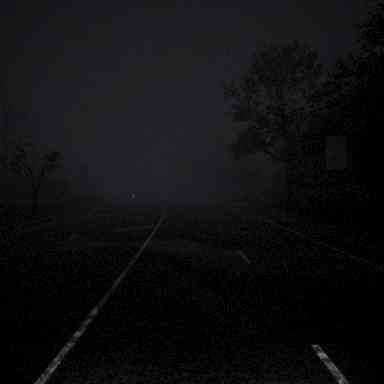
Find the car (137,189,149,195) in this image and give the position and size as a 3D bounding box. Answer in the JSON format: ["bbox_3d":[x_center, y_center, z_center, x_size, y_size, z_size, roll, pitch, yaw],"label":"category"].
[{"bbox_3d":[-13.487,-0.069,91.248,1.812,1.442,4.674,-1,1,-28],"label":"car"}]

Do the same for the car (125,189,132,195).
[{"bbox_3d":[-16.769,-0.066,89.973,1.882,1.535,5.008,-1,1,-28],"label":"car"}]

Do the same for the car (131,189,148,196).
[{"bbox_3d":[-12.649,0.267,81.067,1.994,1.385,4.181,-1,1,-24],"label":"car"}]

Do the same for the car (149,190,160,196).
[{"bbox_3d":[-9.183,0.217,81.883,1.812,1.442,4.674,-1,1,-24],"label":"car"}]
